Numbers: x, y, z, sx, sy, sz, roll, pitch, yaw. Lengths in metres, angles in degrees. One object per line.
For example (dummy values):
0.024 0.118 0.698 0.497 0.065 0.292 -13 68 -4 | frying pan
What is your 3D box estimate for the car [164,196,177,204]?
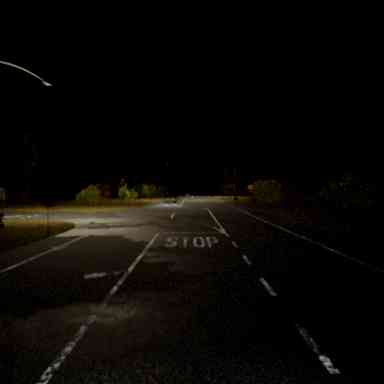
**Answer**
-3.394 1.267 53.754 1.895 1.301 4.718 0 0 0 | car
